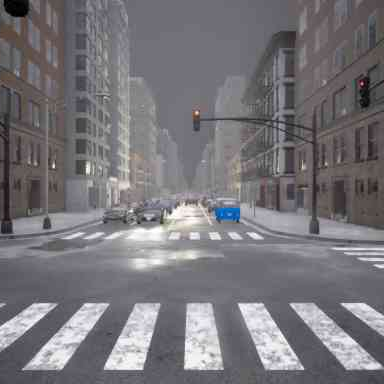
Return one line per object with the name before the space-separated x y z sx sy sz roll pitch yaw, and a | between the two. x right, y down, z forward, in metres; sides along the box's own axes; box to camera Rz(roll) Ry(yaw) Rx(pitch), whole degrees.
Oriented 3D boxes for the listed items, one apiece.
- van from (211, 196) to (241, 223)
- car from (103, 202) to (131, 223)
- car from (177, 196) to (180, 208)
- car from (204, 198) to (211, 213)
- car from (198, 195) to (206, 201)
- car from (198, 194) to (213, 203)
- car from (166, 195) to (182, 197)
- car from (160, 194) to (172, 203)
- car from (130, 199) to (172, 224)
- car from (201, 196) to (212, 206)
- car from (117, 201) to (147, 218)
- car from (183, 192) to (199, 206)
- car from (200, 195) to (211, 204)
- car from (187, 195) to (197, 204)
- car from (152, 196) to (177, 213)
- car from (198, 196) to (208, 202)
van | 2.601 1.340 24.927 1.690 1.788 3.998 0 0 0
car | -5.424 1.549 24.907 2.008 1.369 4.403 0 0 0
car | -2.909 1.560 43.127 1.994 1.385 4.181 0 0 0
car | 2.585 1.580 36.290 1.802 1.307 4.206 0 0 0
car | 2.513 1.530 87.421 1.947 1.339 4.313 0 0 0
car | 2.561 1.305 53.334 2.192 1.841 5.009 0 0 0
car | -2.882 1.554 53.150 1.994 1.385 4.181 0 0 1
car | -5.488 1.292 70.362 2.192 1.841 5.009 0 0 0
car | -2.872 1.490 24.459 2.128 1.511 4.902 0 0 -1
car | 2.569 1.576 47.653 1.802 1.307 4.206 0 0 0
car | -5.432 1.543 30.589 1.887 1.381 4.507 0 0 0
car | -0.079 1.340 55.023 2.097 1.767 4.553 0 0 0
car | 2.545 1.421 64.696 1.967 1.590 4.097 0 0 0
car | -0.093 1.459 65.055 1.882 1.535 5.008 0 0 0
car | -2.899 1.476 33.902 1.882 1.535 5.008 0 0 0
car | 2.529 1.524 76.059 2.008 1.369 4.403 0 0 0
